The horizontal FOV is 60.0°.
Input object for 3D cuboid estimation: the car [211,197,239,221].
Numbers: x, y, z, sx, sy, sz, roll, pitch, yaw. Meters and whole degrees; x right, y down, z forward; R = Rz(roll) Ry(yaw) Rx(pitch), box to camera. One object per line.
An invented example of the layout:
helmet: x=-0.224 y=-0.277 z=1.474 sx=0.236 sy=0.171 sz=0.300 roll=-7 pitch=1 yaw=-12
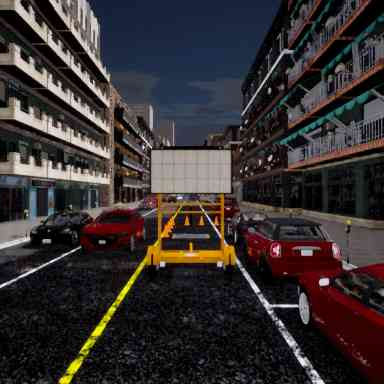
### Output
car: x=2.617 y=1.312 z=26.585 sx=2.192 sy=1.841 sz=5.009 roll=0 pitch=0 yaw=0

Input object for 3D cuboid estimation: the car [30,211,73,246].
car: x=-5.732 y=1.565 z=15.290 sx=1.947 sy=1.339 sz=4.313 roll=0 pitch=0 yaw=0

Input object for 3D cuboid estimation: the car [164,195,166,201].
car: x=-5.847 y=1.569 z=54.747 sx=1.802 sy=1.307 sz=4.206 roll=0 pitch=0 yaw=0

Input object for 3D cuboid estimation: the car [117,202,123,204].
car: x=-5.764 y=1.523 z=26.394 sx=1.752 sy=1.417 sz=4.829 roll=0 pitch=0 yaw=0

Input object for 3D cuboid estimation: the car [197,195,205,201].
car: x=2.437 y=1.516 z=88.585 sx=1.887 sy=1.381 sz=4.507 roll=0 pitch=0 yaw=0

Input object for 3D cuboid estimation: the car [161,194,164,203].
car: x=-5.829 y=1.305 z=49.110 sx=2.192 sy=1.841 sz=5.009 roll=0 pitch=0 yaw=0

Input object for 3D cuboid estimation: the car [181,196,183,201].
car: x=-3.232 y=1.501 z=80.398 sx=1.812 sy=1.442 sz=4.674 roll=0 pitch=0 yaw=0

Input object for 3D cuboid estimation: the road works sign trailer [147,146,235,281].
road works sign trailer: x=-0.027 y=0.464 z=9.800 sx=2.380 sy=3.560 sz=2.880 roll=0 pitch=0 yaw=0

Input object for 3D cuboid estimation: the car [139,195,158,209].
car: x=-5.813 y=1.432 z=43.474 sx=1.967 sy=1.590 sz=4.097 roll=0 pitch=0 yaw=0

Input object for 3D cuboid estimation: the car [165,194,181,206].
car: x=-3.248 y=1.491 z=55.894 sx=1.837 sy=1.490 sz=4.892 roll=0 pitch=0 yaw=0

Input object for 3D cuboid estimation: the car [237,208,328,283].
car: x=2.665 y=1.440 z=9.676 sx=1.967 sy=1.590 sz=4.097 roll=0 pitch=0 yaw=0

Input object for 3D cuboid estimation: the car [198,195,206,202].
car: x=2.469 y=1.502 z=77.482 sx=1.752 sy=1.417 sz=4.829 roll=0 pitch=0 yaw=0

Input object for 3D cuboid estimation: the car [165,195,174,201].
car: x=-5.944 y=1.516 z=88.565 sx=1.887 sy=1.381 sz=4.507 roll=0 pitch=0 yaw=0

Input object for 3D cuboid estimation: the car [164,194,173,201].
car: x=-5.927 y=1.414 z=82.927 sx=1.967 sy=1.590 sz=4.097 roll=0 pitch=0 yaw=0

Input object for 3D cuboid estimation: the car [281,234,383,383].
car: x=2.682 y=1.545 z=4.039 sx=1.887 sy=1.381 sz=4.507 roll=0 pitch=0 yaw=0

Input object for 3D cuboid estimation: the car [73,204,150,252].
car: x=-3.139 y=1.477 z=14.103 sx=1.882 sy=1.535 sz=5.008 roll=0 pitch=0 yaw=0

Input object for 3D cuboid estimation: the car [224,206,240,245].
car: x=2.649 y=1.550 z=15.312 sx=2.008 sy=1.369 sz=4.403 roll=0 pitch=0 yaw=0
